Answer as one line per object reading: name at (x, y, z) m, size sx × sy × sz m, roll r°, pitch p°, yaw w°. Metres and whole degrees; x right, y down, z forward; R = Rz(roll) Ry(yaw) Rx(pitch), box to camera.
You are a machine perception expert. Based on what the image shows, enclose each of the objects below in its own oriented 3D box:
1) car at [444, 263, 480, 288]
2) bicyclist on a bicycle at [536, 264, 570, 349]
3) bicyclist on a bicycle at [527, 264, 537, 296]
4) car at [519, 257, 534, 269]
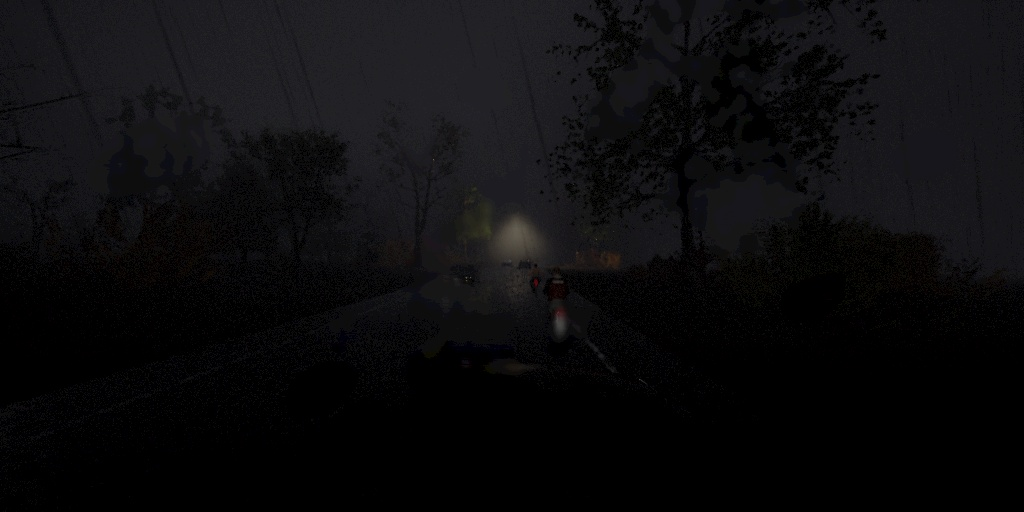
car at (-3.234, 1.248, 24.132) m, size 1.837 × 1.490 × 4.892 m, roll 0°, pitch 0°, yaw 2°
bicyclist on a bicycle at (1.011, 1.114, 8.229) m, size 0.659 × 1.776 × 1.843 m, roll 0°, pitch 0°, yaw 0°
bicyclist on a bicycle at (1.178, 1.179, 17.866) m, size 0.866 × 1.612 × 1.509 m, roll 0°, pitch 0°, yaw 1°
car at (2.115, 1.298, 57.104) m, size 2.128 × 1.511 × 4.902 m, roll 0°, pitch 0°, yaw 4°
